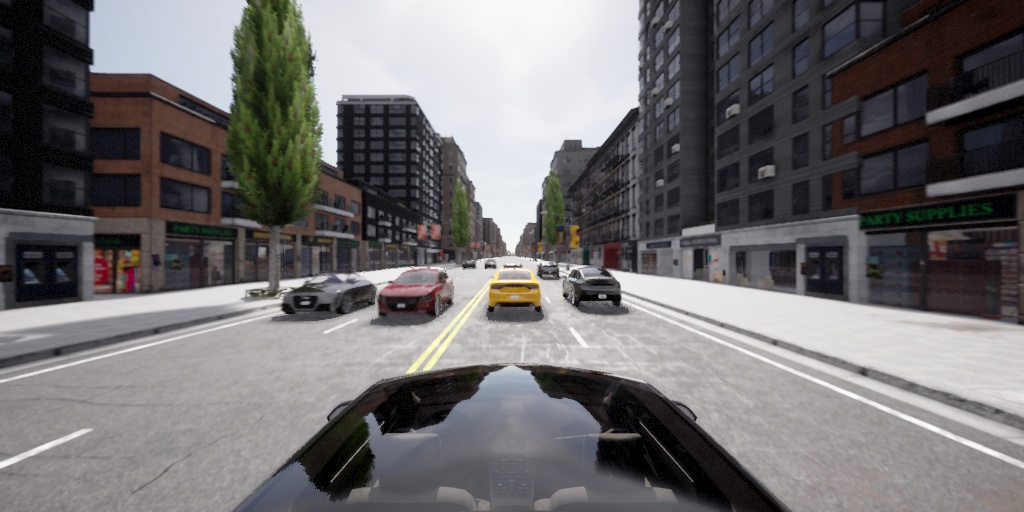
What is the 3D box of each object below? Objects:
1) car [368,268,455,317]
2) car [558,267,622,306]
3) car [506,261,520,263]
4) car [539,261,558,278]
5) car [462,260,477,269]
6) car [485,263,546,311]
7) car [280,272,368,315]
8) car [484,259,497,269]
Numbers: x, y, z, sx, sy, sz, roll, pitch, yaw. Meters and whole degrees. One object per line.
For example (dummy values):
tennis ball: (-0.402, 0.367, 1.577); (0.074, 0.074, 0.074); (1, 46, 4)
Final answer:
car: (-3.348, 1.226, 13.340); (1.882, 1.535, 5.008); (0, 0, 0)
car: (3.350, 1.252, 15.709); (1.837, 1.490, 4.892); (0, 0, 0)
car: (0.098, 1.231, 33.939); (2.128, 1.511, 4.902); (0, 0, 0)
car: (3.354, 1.231, 33.932); (2.128, 1.511, 4.902); (0, 0, 0)
car: (-6.558, 1.326, 55.180); (1.895, 1.301, 4.718); (0, 0, 1)
car: (0.098, 1.225, 14.491); (1.882, 1.535, 5.008); (0, 0, 0)
car: (-6.598, 1.312, 13.433); (1.994, 1.385, 4.181); (0, 0, 0)
car: (-3.306, 1.228, 55.770); (1.837, 1.490, 4.892); (0, 0, 0)
